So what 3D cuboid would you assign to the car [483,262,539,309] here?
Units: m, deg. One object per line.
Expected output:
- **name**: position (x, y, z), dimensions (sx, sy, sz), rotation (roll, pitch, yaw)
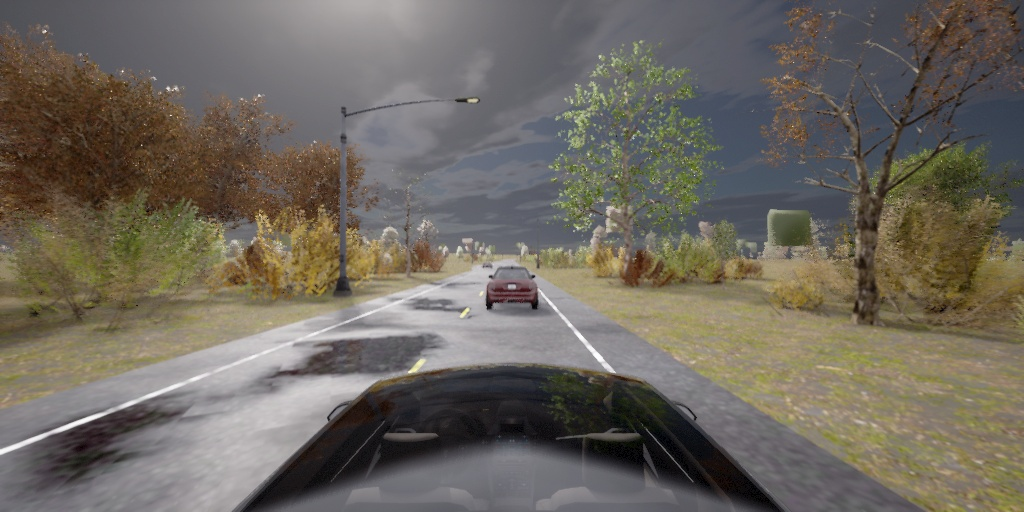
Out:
- **car**: position (-0.002, 1.233, 15.936), dimensions (2.097, 1.767, 4.553), rotation (0, -1, 0)
